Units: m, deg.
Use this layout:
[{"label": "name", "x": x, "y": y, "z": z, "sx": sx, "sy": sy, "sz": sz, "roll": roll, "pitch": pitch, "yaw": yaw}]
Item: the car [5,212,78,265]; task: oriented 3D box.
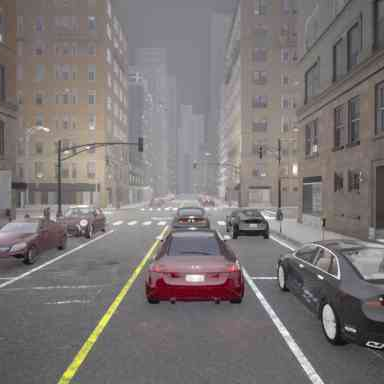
[{"label": "car", "x": -5.724, "y": 1.582, "z": 11.629, "sx": 1.802, "sy": 1.307, "sz": 4.206, "roll": 0, "pitch": 0, "yaw": 0}]

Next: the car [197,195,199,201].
[{"label": "car", "x": 2.590, "y": 1.607, "z": 65.080, "sx": 2.008, "sy": 1.369, "sz": 4.403, "roll": 0, "pitch": 0, "yaw": 0}]

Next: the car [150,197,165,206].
[{"label": "car", "x": -5.901, "y": 1.618, "z": 54.233, "sx": 1.802, "sy": 1.307, "sz": 4.206, "roll": 0, "pitch": 0, "yaw": 0}]

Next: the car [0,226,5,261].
[{"label": "car", "x": -5.697, "y": 1.566, "z": 6.128, "sx": 1.947, "sy": 1.339, "sz": 4.313, "roll": 0, "pitch": 0, "yaw": 0}]

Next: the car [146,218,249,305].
[{"label": "car", "x": 0.042, "y": 1.564, "z": 8.168, "sx": 1.994, "sy": 1.385, "sz": 4.181, "roll": 0, "pitch": 0, "yaw": -1}]

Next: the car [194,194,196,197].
[{"label": "car", "x": 2.502, "y": 1.457, "z": 92.126, "sx": 2.192, "sy": 1.841, "sz": 5.009, "roll": 0, "pitch": 0, "yaw": 0}]

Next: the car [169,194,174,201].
[{"label": "car", "x": -5.986, "y": 1.626, "z": 81.106, "sx": 1.752, "sy": 1.417, "sz": 4.829, "roll": 0, "pitch": 0, "yaw": 0}]

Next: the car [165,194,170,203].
[{"label": "car", "x": -5.935, "y": 1.607, "z": 65.050, "sx": 2.008, "sy": 1.369, "sz": 4.403, "roll": 0, "pitch": 0, "yaw": 0}]

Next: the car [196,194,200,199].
[{"label": "car", "x": 2.555, "y": 1.524, "z": 75.898, "sx": 1.967, "sy": 1.590, "sz": 4.097, "roll": 0, "pitch": 0, "yaw": 0}]

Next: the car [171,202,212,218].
[{"label": "car", "x": -0.046, "y": 1.506, "z": 17.081, "sx": 1.837, "sy": 1.490, "sz": 4.892, "roll": 0, "pitch": 0, "yaw": 0}]

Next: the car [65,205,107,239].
[{"label": "car", "x": -5.752, "y": 1.441, "z": 17.131, "sx": 1.967, "sy": 1.590, "sz": 4.097, "roll": 0, "pitch": 0, "yaw": 0}]

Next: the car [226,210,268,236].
[{"label": "car", "x": 2.774, "y": 1.567, "z": 17.173, "sx": 1.947, "sy": 1.339, "sz": 4.313, "roll": 0, "pitch": 0, "yaw": 0}]

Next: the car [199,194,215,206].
[{"label": "car", "x": 2.623, "y": 1.476, "z": 54.263, "sx": 1.967, "sy": 1.590, "sz": 4.097, "roll": 0, "pitch": 0, "yaw": 0}]

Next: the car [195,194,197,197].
[{"label": "car", "x": 2.520, "y": 1.561, "z": 86.716, "sx": 1.967, "sy": 1.590, "sz": 4.097, "roll": 0, "pitch": 0, "yaw": 0}]

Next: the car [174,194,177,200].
[{"label": "car", "x": -6.022, "y": 1.457, "z": 92.093, "sx": 2.192, "sy": 1.841, "sz": 5.009, "roll": 0, "pitch": 0, "yaw": 0}]

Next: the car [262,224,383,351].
[{"label": "car", "x": 2.828, "y": 1.551, "z": 6.170, "sx": 2.008, "sy": 1.369, "sz": 4.403, "roll": 0, "pitch": 0, "yaw": 0}]
